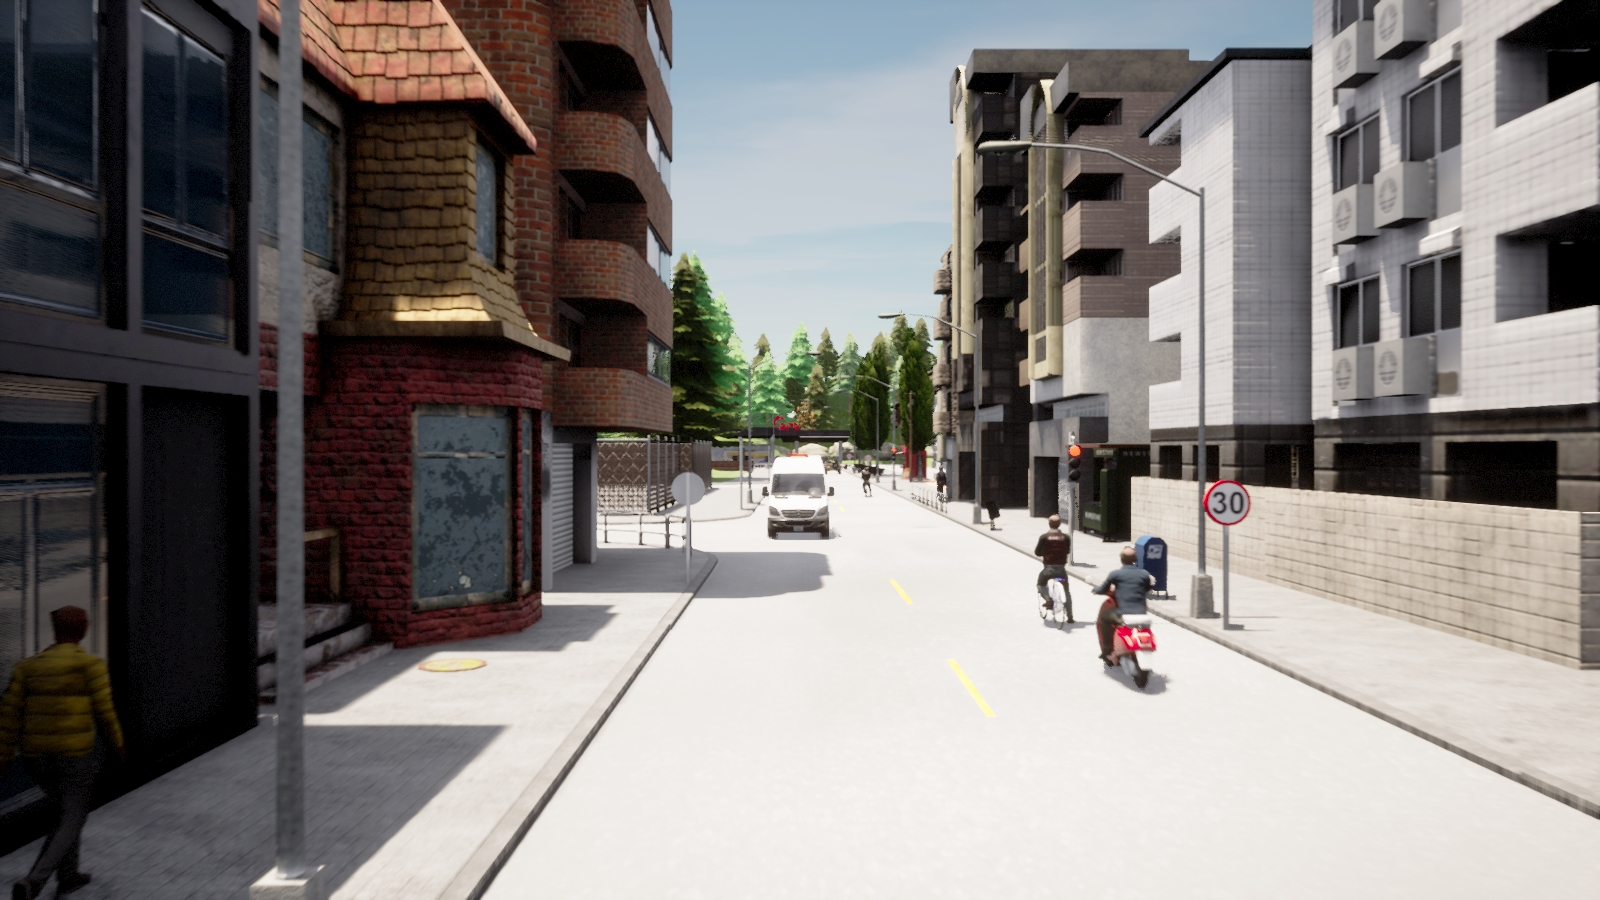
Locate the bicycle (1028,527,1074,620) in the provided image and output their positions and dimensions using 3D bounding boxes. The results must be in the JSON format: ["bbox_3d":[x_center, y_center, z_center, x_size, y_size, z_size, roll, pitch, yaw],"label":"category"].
[{"bbox_3d":[3.996,1.940,18.301,0.329,1.271,1.835,0,0,0],"label":"bicycle"}]

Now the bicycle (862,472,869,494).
[{"bbox_3d":[3.901,1.940,68.016,0.329,1.271,1.835,0,0,0],"label":"bicycle"}]

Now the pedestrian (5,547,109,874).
[{"bbox_3d":[-4.410,1.523,6.793,0.375,1.860,0.375,0,0,0],"label":"pedestrian"}]

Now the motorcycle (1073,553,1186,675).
[{"bbox_3d":[3.993,1.962,13.988,0.856,1.236,1.805,0,0,0],"label":"motorcycle"}]

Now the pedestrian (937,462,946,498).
[{"bbox_3d":[7.255,1.523,58.613,0.375,1.860,0.375,0,0,-13],"label":"pedestrian"}]

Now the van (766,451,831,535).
[{"bbox_3d":[-0.062,1.314,37.959,1.988,2.561,5.915,0,0,0],"label":"van"}]
